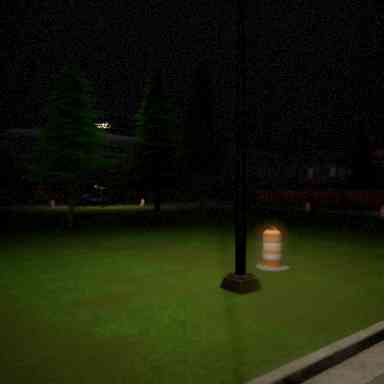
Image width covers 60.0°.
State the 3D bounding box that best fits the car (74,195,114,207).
[{"bbox_3d":[-14.972,1.569,51.831,5.357,1.411,2.033,0,0,-35],"label":"car"}]

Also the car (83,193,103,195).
[{"bbox_3d":[-17.033,1.243,54.629,5.566,2.045,2.150,0,0,-35],"label":"car"}]
